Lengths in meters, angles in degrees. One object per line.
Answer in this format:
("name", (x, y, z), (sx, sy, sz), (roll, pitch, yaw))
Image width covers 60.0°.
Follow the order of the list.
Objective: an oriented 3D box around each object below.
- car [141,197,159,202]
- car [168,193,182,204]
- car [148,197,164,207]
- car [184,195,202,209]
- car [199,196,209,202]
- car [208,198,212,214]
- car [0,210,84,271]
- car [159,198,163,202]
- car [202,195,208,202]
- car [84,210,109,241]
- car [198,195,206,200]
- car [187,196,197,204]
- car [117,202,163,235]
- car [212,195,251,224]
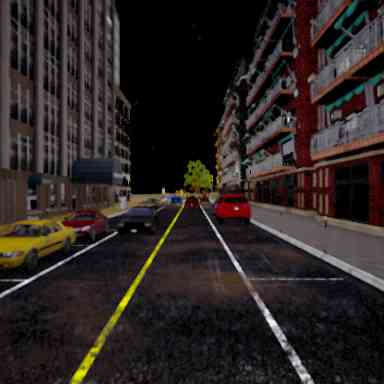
("car", (-5.314, 1.488, 38.573), (1.752, 1.417, 4.829), (0, 0, 0))
("car", (-2.792, 1.417, 59.958), (1.882, 1.535, 5.008), (0, 0, 1))
("car", (-5.315, 1.476, 49.639), (1.752, 1.417, 4.829), (0, 0, 0))
("car", (0.029, 1.436, 43.602), (1.882, 1.535, 5.008), (0, 0, 1))
("car", (2.564, 1.476, 71.903), (2.008, 1.369, 4.403), (0, 0, 0))
("car", (2.986, 1.322, 31.896), (2.097, 1.767, 4.553), (0, 0, 0))
("car", (-5.313, 1.516, 10.908), (1.752, 1.417, 4.829), (0, 0, 0))
("car", (-5.315, 1.522, 44.276), (1.947, 1.339, 4.313), (0, 0, 0))
("car", (2.564, 1.514, 66.376), (1.802, 1.307, 4.206), (0, 0, 0))
("car", (-5.314, 1.567, 16.611), (1.802, 1.307, 4.206), (0, 0, 0))
("car", (2.661, 1.457, 88.481), (2.008, 1.369, 4.403), (0, 0, 0))
("car", (0.024, 1.463, 64.393), (1.812, 1.442, 4.674), (0, -1, 0))
("car", (-2.851, 1.530, 19.016), (2.033, 1.411, 5.357), (0, 0, 0))
("car", (2.980, 1.204, 24.956), (2.150, 2.045, 5.566), (0, 0, 0))
